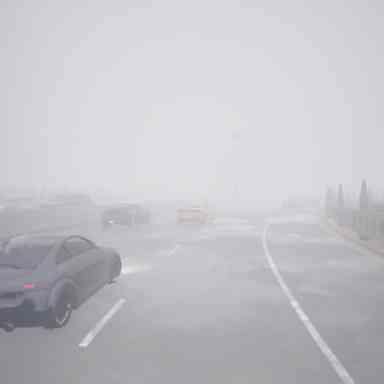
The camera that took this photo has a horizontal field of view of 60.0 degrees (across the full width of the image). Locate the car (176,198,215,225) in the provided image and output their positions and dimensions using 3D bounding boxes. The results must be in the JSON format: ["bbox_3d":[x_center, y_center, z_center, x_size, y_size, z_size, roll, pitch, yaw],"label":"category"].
[{"bbox_3d":[0.365,1.462,24.389,1.882,1.535,5.008,0,0,16],"label":"car"}]

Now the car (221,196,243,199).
[{"bbox_3d":[8.208,1.489,62.162,2.128,1.511,4.902,0,0,38],"label":"car"}]

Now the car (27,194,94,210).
[{"bbox_3d":[-10.083,1.156,26.733,2.150,2.045,5.566,0,0,17],"label":"car"}]

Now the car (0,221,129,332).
[{"bbox_3d":[-2.932,1.545,6.944,1.994,1.385,4.181,0,0,4],"label":"car"}]

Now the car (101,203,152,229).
[{"bbox_3d":[-4.059,1.470,21.414,1.837,1.490,4.892,0,0,13],"label":"car"}]

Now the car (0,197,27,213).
[{"bbox_3d":[-16.286,1.251,30.216,2.097,1.767,4.553,0,0,17],"label":"car"}]

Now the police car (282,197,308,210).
[{"bbox_3d":[13.128,1.459,42.900,1.930,1.638,5.238,0,0,31],"label":"police car"}]

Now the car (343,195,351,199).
[{"bbox_3d":[32.386,1.480,70.556,1.837,1.490,4.892,0,0,38],"label":"car"}]

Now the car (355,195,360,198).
[{"bbox_3d":[41.744,1.510,82.516,1.837,1.490,4.892,0,0,38],"label":"car"}]

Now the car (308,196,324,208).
[{"bbox_3d":[17.864,1.530,50.014,1.882,1.535,5.008,0,0,37],"label":"car"}]

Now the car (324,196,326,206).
[{"bbox_3d":[21.295,1.416,54.445,2.097,1.767,4.553,0,0,38],"label":"car"}]

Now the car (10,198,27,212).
[{"bbox_3d":[-13.068,1.480,28.808,1.994,1.385,4.181,0,0,17],"label":"car"}]

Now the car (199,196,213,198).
[{"bbox_3d":[2.475,1.472,66.158,2.128,1.511,4.902,0,0,38],"label":"car"}]
